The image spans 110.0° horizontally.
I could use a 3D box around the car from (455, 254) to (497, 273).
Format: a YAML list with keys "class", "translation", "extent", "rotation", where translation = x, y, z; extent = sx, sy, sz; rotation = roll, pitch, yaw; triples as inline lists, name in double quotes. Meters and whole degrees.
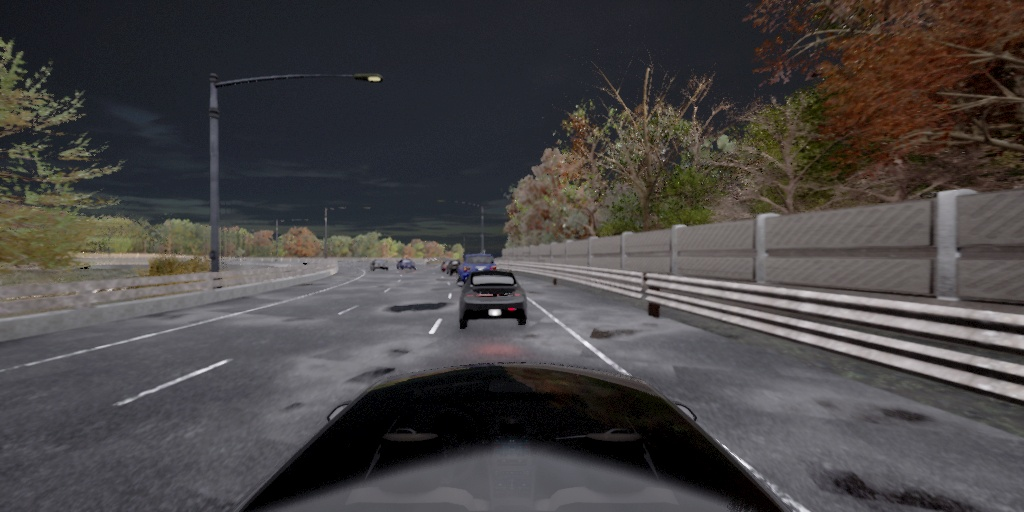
- class: "car"
  translation: [-2.302, 0.872, 23.285]
  extent: [2.150, 2.045, 5.566]
  rotation: [0, 0, -11]

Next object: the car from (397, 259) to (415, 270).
- class: "car"
  translation: [-14.173, 1.087, 47.905]
  extent: [1.812, 1.442, 4.674]
  rotation: [0, 1, -26]

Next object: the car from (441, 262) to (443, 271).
- class: "car"
  translation: [-7.454, 1.131, 43.241]
  extent: [1.994, 1.385, 4.181]
  rotation: [0, 0, -13]

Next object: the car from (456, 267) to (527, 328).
- class: "car"
  translation: [-0.680, 1.204, 11.295]
  extent: [1.837, 1.490, 4.892]
  rotation: [0, -1, -6]

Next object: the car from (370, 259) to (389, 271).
- class: "car"
  translation: [-16.769, 1.129, 45.263]
  extent: [2.033, 1.411, 5.357]
  rotation: [0, 0, -27]

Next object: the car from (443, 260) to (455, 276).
- class: "car"
  translation: [-5.336, 1.077, 35.240]
  extent: [1.882, 1.535, 5.008]
  rotation: [0, 1, -16]
